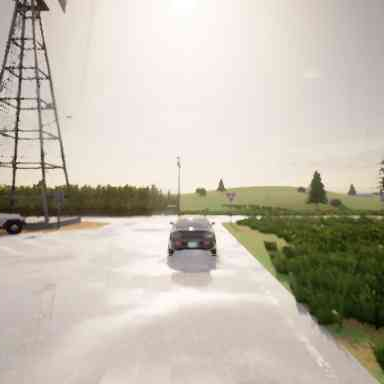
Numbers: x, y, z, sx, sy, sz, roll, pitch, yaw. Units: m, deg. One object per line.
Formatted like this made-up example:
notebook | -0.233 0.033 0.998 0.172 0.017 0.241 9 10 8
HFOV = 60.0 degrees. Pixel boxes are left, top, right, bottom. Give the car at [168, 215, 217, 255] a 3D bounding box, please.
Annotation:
car | 0.027 1.679 13.874 1.812 1.442 4.674 0 0 0

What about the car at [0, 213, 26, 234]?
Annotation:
car | -11.896 1.573 19.465 3.866 1.878 1.905 0 -1 -31
